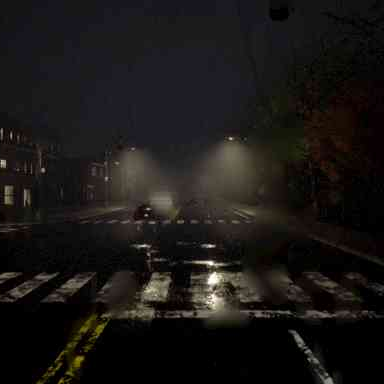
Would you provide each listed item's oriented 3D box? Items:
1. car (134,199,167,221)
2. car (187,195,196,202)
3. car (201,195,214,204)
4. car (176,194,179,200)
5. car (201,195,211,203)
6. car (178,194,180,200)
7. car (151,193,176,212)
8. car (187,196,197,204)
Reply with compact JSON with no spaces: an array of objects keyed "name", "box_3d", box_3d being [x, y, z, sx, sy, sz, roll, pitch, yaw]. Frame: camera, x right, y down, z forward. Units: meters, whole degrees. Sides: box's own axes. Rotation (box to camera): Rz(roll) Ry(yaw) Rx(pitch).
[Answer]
[{"name":"car","box_3d":[-3.406,1.555,26.679,1.994,1.385,4.181,0,0,0]},{"name":"car","box_3d":[-0.160,1.510,74.673,2.033,1.411,5.357,0,0,0]},{"name":"car","box_3d":[3.205,1.577,63.231,1.895,1.301,4.718,0,0,0]},{"name":"car","box_3d":[-3.451,1.486,52.007,1.837,1.490,4.892,0,0,0]},{"name":"car","box_3d":[3.080,1.494,73.237,2.128,1.511,4.902,0,0,0]},{"name":"car","box_3d":[-3.407,1.047,67.291,2.097,1.767,4.553,0,0,0]},{"name":"car","box_3d":[-3.434,1.206,38.570,2.150,2.045,5.566,0,0,0]},{"name":"car","box_3d":[-0.045,1.577,62.241,1.895,1.301,4.718,0,0,0]}]
